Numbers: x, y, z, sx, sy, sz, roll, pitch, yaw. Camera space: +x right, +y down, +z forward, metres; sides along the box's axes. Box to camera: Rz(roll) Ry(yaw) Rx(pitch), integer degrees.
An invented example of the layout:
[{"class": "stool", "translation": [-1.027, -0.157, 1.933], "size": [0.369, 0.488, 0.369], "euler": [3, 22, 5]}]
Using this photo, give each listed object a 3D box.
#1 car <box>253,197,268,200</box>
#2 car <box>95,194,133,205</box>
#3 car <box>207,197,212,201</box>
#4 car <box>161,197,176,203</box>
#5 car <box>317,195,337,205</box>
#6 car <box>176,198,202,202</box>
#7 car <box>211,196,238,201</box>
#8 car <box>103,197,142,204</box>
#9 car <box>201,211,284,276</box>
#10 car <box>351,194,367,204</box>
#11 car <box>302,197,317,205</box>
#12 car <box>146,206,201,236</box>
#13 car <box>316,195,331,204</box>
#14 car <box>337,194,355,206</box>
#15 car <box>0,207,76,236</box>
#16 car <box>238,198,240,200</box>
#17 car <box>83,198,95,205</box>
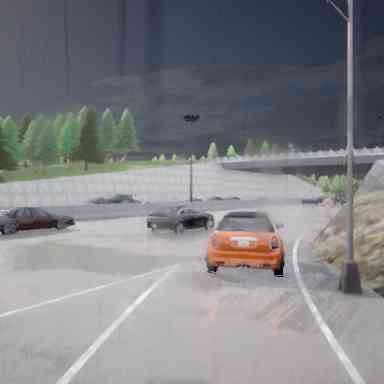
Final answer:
[{"class": "car", "translation": [14.472, 1.708, 70.603], "size": [1.882, 1.535, 5.008], "euler": [0, 0, 35]}, {"class": "car", "translation": [-10.593, 1.331, 47.598], "size": [2.150, 2.045, 5.566], "euler": [0, 0, 35]}, {"class": "car", "translation": [5.164, 1.736, 75.632], "size": [1.837, 1.490, 4.892], "euler": [0, 0, 35]}, {"class": "car", "translation": [-3.903, 1.704, 62.934], "size": [1.812, 1.442, 4.674], "euler": [0, 0, 36]}, {"class": "car", "translation": [25.450, 1.769, 61.883], "size": [2.128, 1.511, 4.902], "euler": [0, 0, 35]}, {"class": "car", "translation": [-0.044, 1.737, 62.322], "size": [2.033, 1.411, 5.357], "euler": [0, 0, 36]}, {"class": "car", "translation": [5.799, 1.763, 58.494], "size": [1.994, 1.385, 4.181], "euler": [0, 0, 36]}, {"class": "car", "translation": [-7.574, 1.642, 39.769], "size": [2.033, 1.411, 5.357], "euler": [0, 0, 35]}, {"class": "car", "translation": [1.846, 1.391, 10.803], "size": [2.097, 1.767, 4.553], "euler": [0, 0, 13]}, {"class": "car", "translation": [34.358, 1.425, 68.372], "size": [2.150, 2.045, 5.566], "euler": [0, 0, 35]}, {"class": "car", "translation": [22.597, 1.750, 63.911], "size": [1.882, 1.535, 5.008], "euler": [0, 0, 35]}, {"class": "car", "translation": [-0.529, 1.548, 19.125], "size": [2.128, 1.511, 4.902], "euler": [0, 0, 35]}, {"class": "car", "translation": [28.618, 1.547, 72.379], "size": [2.097, 1.767, 4.553], "euler": [0, 0, 35]}, {"class": "car", "translation": [28.321, 1.502, 59.880], "size": [2.150, 2.045, 5.566], "euler": [0, 0, 35]}, {"class": "car", "translation": [-9.355, 1.572, 18.791], "size": [2.033, 1.411, 5.357], "euler": [0, 0, 35]}, {"class": "car", "translation": [9.015, 1.730, 75.008], "size": [1.882, 1.535, 5.008], "euler": [0, 0, 35]}, {"class": "car", "translation": [-13.768, 1.608, 49.167], "size": [1.837, 1.490, 4.892], "euler": [0, -1, 35]}]
